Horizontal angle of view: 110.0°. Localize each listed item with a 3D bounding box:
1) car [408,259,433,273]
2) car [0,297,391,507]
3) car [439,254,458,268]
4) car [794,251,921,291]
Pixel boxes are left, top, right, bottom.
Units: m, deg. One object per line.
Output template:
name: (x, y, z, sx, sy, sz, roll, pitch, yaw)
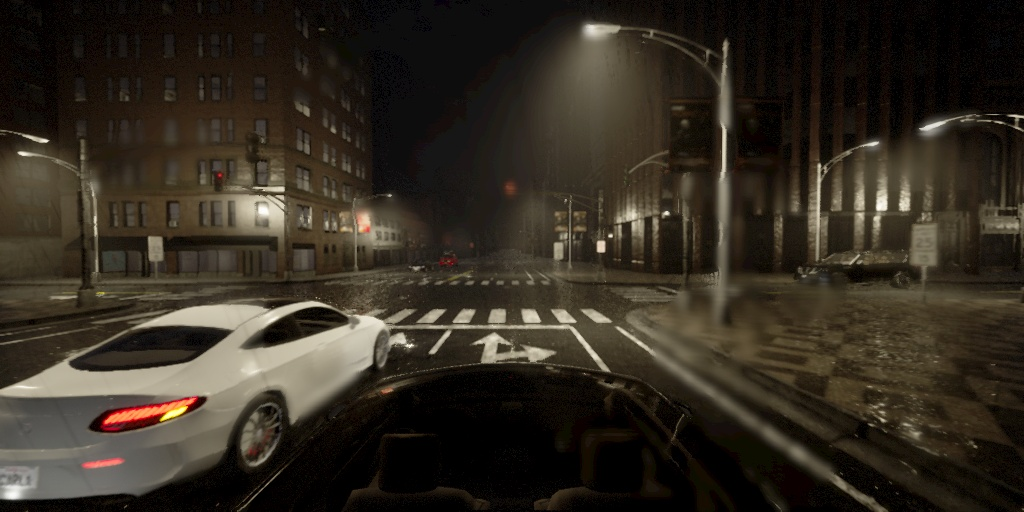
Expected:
car: (-9.829, 1.090, 39.083, 1.812, 1.442, 4.674, 0, 0, 0)
car: (-3.156, 1.260, 4.631, 1.812, 1.442, 4.674, 0, 0, 2)
car: (-9.792, 0.703, 55.866, 2.150, 2.045, 5.566, 0, 0, 0)
car: (18.698, 0.763, 19.523, 5.566, 2.045, 2.150, 0, 1, 0)
